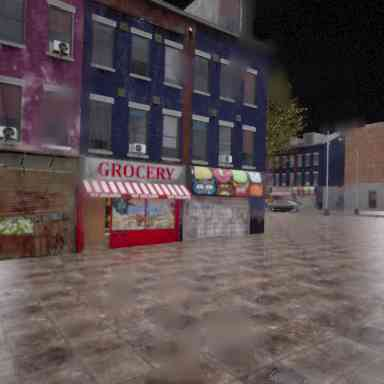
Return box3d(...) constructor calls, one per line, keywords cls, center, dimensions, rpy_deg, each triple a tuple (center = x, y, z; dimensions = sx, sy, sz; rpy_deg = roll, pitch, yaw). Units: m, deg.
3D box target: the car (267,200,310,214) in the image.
box3d(cls="car", center=(10.343, 1.621, 35.813), dimensions=(1.837, 1.490, 4.892), rpy_deg=(2, -2, -35))
